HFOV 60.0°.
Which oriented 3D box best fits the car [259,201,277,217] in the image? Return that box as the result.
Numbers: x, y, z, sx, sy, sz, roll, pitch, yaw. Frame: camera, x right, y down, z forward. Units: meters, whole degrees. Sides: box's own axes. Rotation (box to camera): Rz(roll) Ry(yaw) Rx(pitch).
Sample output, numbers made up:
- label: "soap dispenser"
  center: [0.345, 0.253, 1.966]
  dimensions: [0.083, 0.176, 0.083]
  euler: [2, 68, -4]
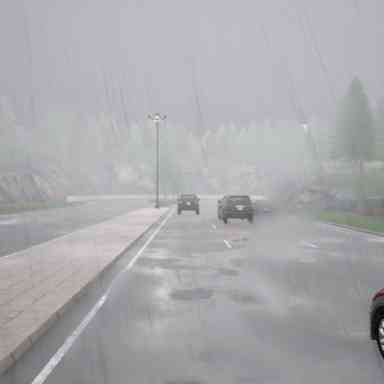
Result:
- label: "car"
  center: [6.670, 1.564, 31.803]
  dimensions: [1.994, 1.385, 4.181]
  euler: [0, 0, -1]

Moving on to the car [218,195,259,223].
- label: "car"
  center: [3.253, 1.223, 25.371]
  dimensions: [2.150, 2.045, 5.566]
  euler: [0, 0, -1]

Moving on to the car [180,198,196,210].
- label: "car"
  center: [-0.485, 1.547, 44.515]
  dimensions: [2.033, 1.411, 5.357]
  euler: [0, 0, 0]

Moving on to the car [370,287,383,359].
- label: "car"
  center: [3.539, 1.353, 2.790]
  dimensions: [2.097, 1.767, 4.553]
  euler: [0, 0, -1]

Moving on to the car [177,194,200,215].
- label: "car"
  center: [-0.367, 1.221, 34.337]
  dimensions: [2.150, 2.045, 5.566]
  euler: [0, 0, 0]
